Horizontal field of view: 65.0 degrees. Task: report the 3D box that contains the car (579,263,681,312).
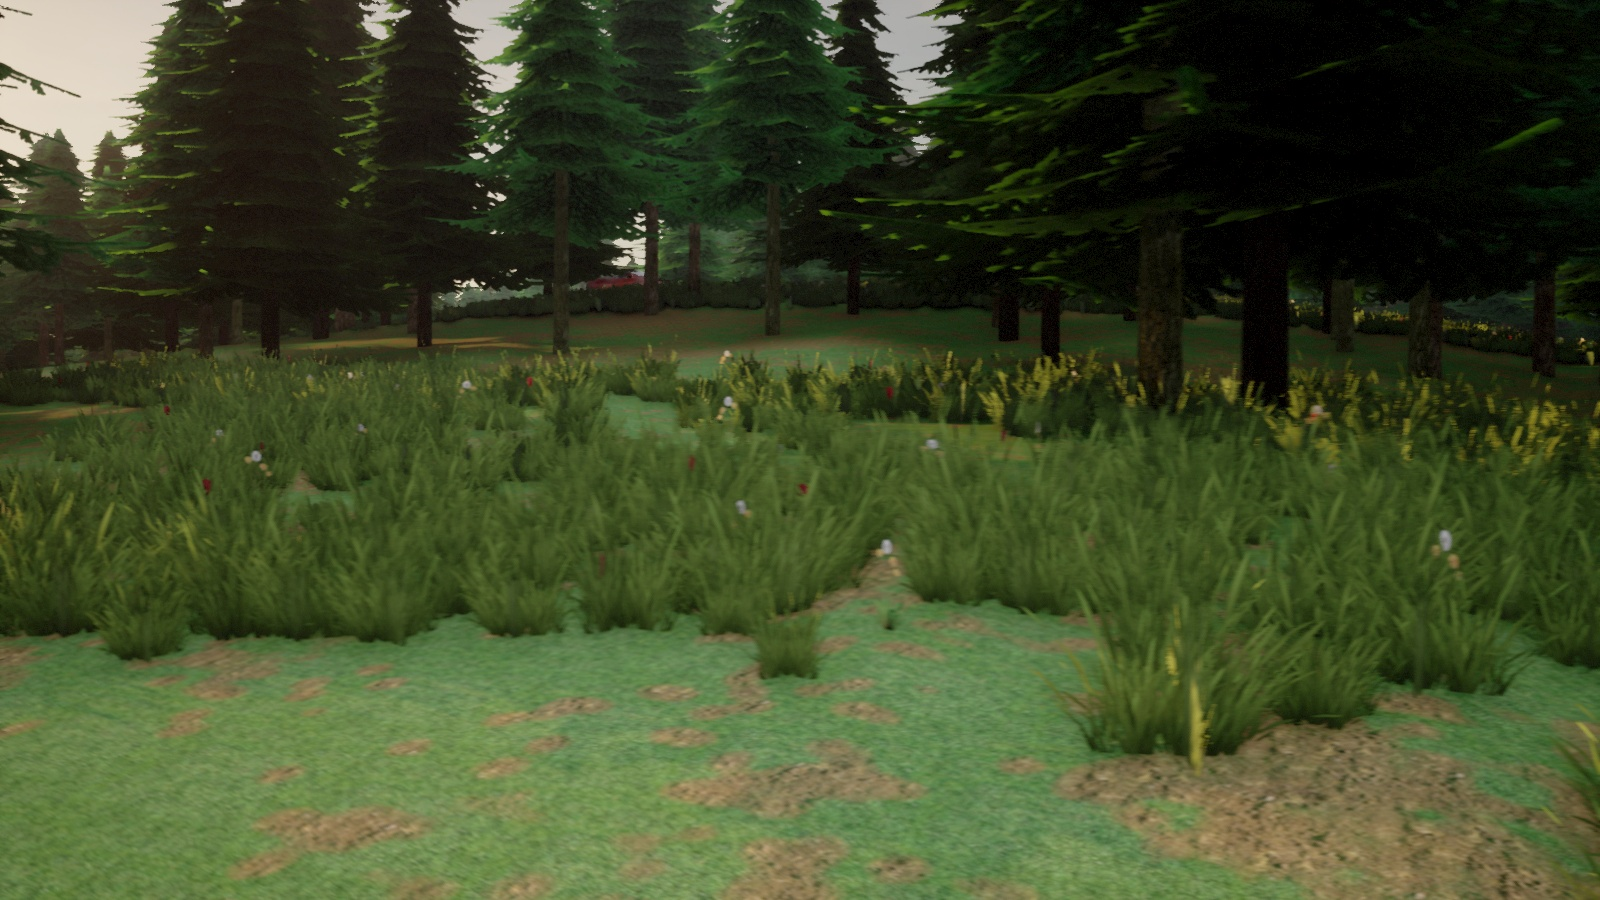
[{"bbox_3d":[-7.557,-7.160,55.611,4.514,1.525,2.007,-1,0,41],"label":"car"}]
